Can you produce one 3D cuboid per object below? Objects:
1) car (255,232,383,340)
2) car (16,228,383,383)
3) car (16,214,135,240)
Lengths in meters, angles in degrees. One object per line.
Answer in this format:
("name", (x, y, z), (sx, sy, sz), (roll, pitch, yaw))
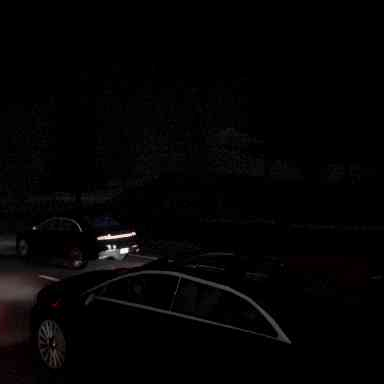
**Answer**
("car", (3.656, 1.601, 5.683), (4.718, 1.301, 1.895), (0, 0, 36))
("car", (-0.021, 1.490, 4.002), (4.902, 1.511, 2.128), (0, 0, 35))
("car", (-3.925, 1.478, 11.001), (4.902, 1.511, 2.128), (0, 0, 36))
